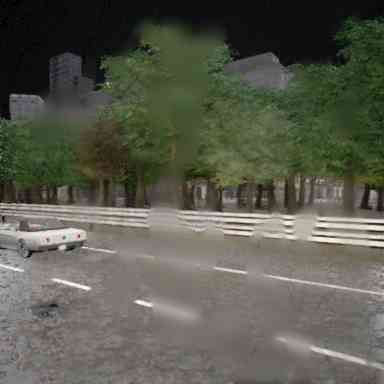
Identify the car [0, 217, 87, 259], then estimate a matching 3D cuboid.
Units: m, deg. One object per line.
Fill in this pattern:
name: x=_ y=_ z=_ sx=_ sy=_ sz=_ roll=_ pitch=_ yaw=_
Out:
car: x=-6.211 y=1.603 z=12.612 sx=4.718 sy=1.301 sz=1.895 roll=0 pitch=0 yaw=36
